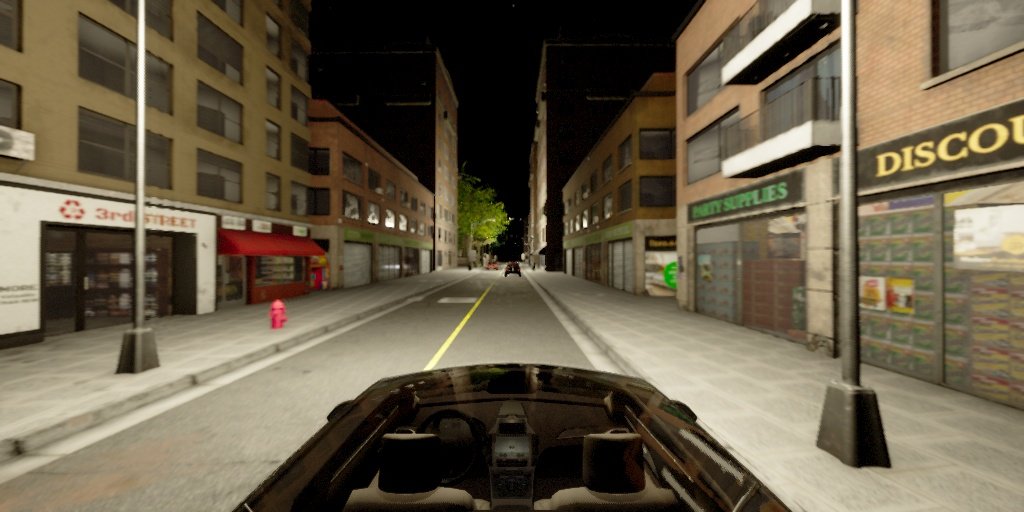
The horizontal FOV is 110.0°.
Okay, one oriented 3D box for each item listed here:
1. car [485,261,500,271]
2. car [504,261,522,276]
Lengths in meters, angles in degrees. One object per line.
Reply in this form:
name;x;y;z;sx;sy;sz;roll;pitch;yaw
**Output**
car;-3.041;1.574;55.204;1.812;1.442;4.674;0;0;1
car;0.110;1.515;40.220;2.033;1.411;5.357;0;0;0
